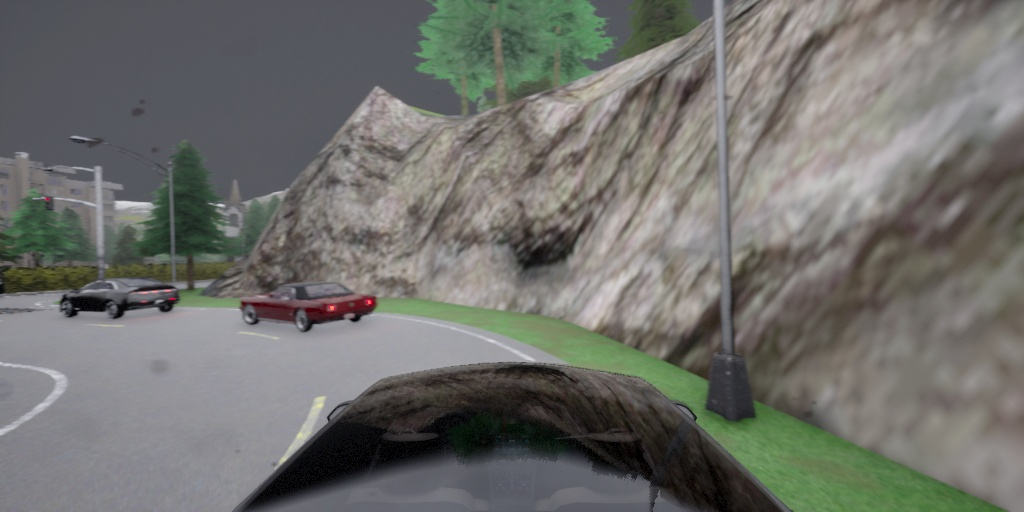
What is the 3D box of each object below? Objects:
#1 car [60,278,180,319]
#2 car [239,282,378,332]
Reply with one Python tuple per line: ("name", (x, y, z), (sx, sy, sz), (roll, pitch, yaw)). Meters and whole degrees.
("car", (-16.105, 1.651, 14.720), (4.902, 1.511, 2.128), (-2, 0, 17))
("car", (-6.592, 1.495, 11.415), (4.718, 1.301, 1.895), (-2, 0, 30))
